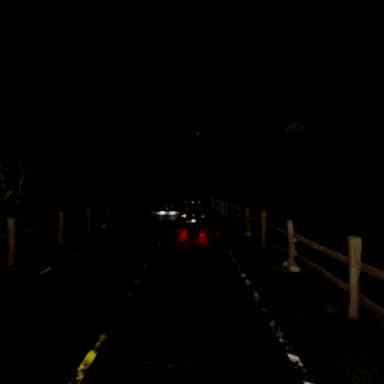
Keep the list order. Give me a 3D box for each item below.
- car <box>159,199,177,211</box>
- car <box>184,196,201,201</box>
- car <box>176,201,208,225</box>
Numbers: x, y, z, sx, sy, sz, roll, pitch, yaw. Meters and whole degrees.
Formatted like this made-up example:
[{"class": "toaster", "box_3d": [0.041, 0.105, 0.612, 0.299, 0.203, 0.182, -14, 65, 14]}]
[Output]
[{"class": "car", "box_3d": [-2.758, 1.482, 39.108, 2.033, 1.411, 5.357, 0, 0, 0]}, {"class": "car", "box_3d": [0.093, 1.286, 41.125, 2.097, 1.767, 4.553, 0, 0, 0]}, {"class": "car", "box_3d": [0.097, 1.548, 23.529, 1.895, 1.301, 4.718, 0, 0, 0]}]
